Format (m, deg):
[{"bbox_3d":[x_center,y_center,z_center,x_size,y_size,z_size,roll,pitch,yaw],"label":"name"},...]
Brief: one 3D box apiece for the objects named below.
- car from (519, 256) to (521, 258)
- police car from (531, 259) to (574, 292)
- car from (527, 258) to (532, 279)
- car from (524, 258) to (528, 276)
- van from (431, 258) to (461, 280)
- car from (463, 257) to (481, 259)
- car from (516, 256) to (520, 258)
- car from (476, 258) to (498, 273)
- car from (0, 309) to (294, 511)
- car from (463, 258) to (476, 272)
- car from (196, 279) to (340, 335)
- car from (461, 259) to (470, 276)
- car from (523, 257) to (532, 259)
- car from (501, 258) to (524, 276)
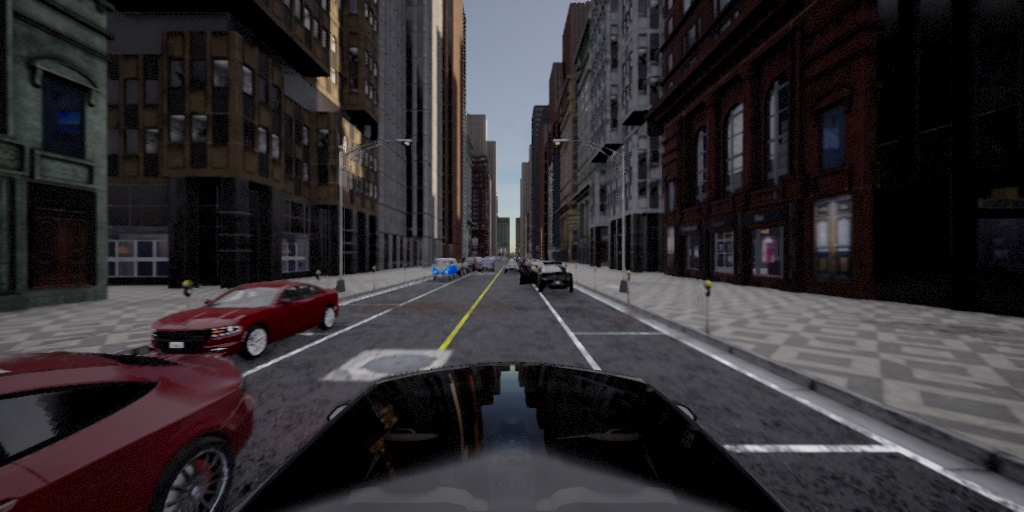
[{"bbox_3d":[2.762,1.024,64.783,2.192,1.841,5.009,0,0,0],"label":"car"},{"bbox_3d":[2.367,1.161,21.116,1.930,1.638,5.238,0,0,0],"label":"police car"},{"bbox_3d":[2.762,1.251,36.771,1.751,1.417,4.829,0,0,0],"label":"car"},{"bbox_3d":[2.762,1.273,42.238,2.007,1.370,4.403,0,0,0],"label":"car"},{"bbox_3d":[-5.763,1.070,30.953,1.690,1.789,3.998,0,0,0],"label":"van"},{"bbox_3d":[-5.763,1.033,47.863,2.192,1.841,5.009,0,0,0],"label":"car"},{"bbox_3d":[0.000,1.237,61.103,1.812,1.442,4.674,0,0,0],"label":"car"},{"bbox_3d":[-3.084,1.286,43.286,1.994,1.385,4.181,0,0,0],"label":"car"},{"bbox_3d":[-3.100,1.276,1.235,1.812,1.442,4.674,0,0,0],"label":"car"},{"bbox_3d":[-5.763,1.288,42.227,1.948,1.339,4.313,0,0,0],"label":"car"},{"bbox_3d":[-5.763,1.289,8.407,1.888,1.381,4.507,0,0,0],"label":"car"},{"bbox_3d":[-5.763,1.291,36.590,1.948,1.339,4.313,0,0,0],"label":"car"},{"bbox_3d":[2.762,1.156,53.510,1.967,1.591,4.097,0,0,0],"label":"car"},{"bbox_3d":[0.039,1.270,43.004,2.033,1.411,5.357,0,0,1],"label":"car"}]
